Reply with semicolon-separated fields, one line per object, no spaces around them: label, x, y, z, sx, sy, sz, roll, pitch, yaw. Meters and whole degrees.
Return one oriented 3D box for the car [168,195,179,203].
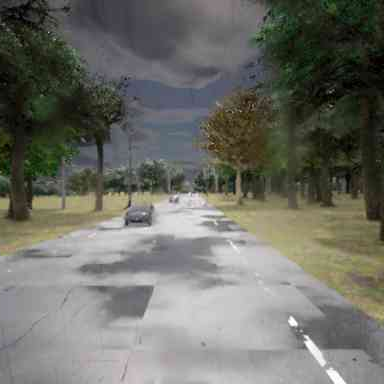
car;-3.515;1.428;64.660;2.128;1.511;4.902;0;0;0

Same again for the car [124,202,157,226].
car;-3.598;1.542;23.931;1.837;1.490;4.892;0;0;0
